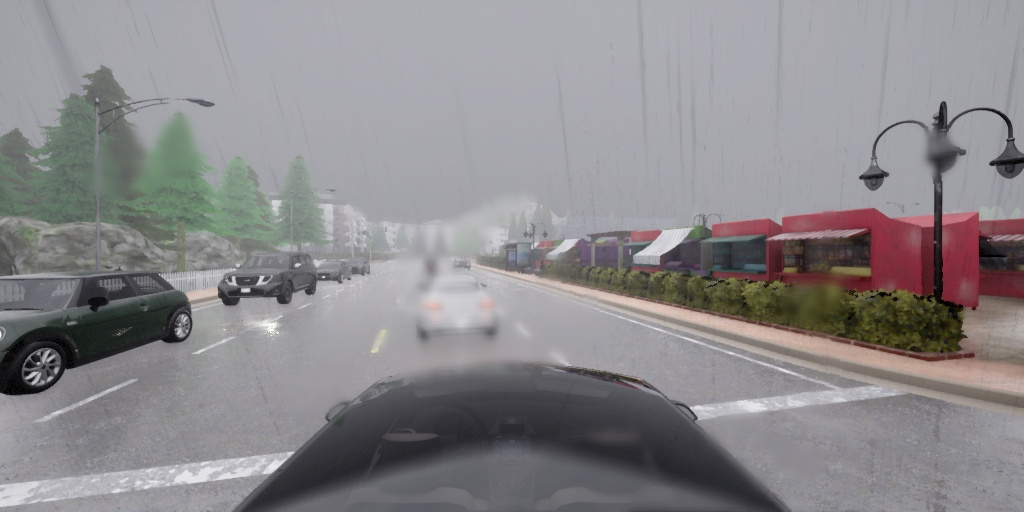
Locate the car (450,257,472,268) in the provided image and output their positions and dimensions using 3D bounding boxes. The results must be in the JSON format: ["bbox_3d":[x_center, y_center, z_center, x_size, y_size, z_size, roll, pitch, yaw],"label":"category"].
[{"bbox_3d":[-6.107,1.049,43.814,1.895,1.301,4.718,0,0,-14],"label":"car"}]

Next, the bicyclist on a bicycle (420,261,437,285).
[{"bbox_3d":[-4.524,1.079,19.691,0.582,1.620,1.656,0,1,24],"label":"bicyclist on a bicycle"}]

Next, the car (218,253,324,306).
[{"bbox_3d":[-10.332,0.876,15.725,2.150,2.045,5.566,0,0,-14],"label":"car"}]

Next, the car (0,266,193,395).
[{"bbox_3d":[-8.083,1.076,6.304,2.097,1.767,4.553,0,0,-13],"label":"car"}]

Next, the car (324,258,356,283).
[{"bbox_3d":[-12.648,1.088,25.341,1.837,1.490,4.892,0,0,-13],"label":"car"}]

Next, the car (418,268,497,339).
[{"bbox_3d":[-1.581,1.225,9.874,1.812,1.442,4.674,0,0,-13],"label":"car"}]

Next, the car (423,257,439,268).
[{"bbox_3d":[-11.418,0.901,50.815,1.837,1.490,4.892,0,0,-13],"label":"car"}]

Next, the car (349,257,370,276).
[{"bbox_3d":[-14.558,0.876,33.318,2.097,1.767,4.553,0,0,-13],"label":"car"}]
